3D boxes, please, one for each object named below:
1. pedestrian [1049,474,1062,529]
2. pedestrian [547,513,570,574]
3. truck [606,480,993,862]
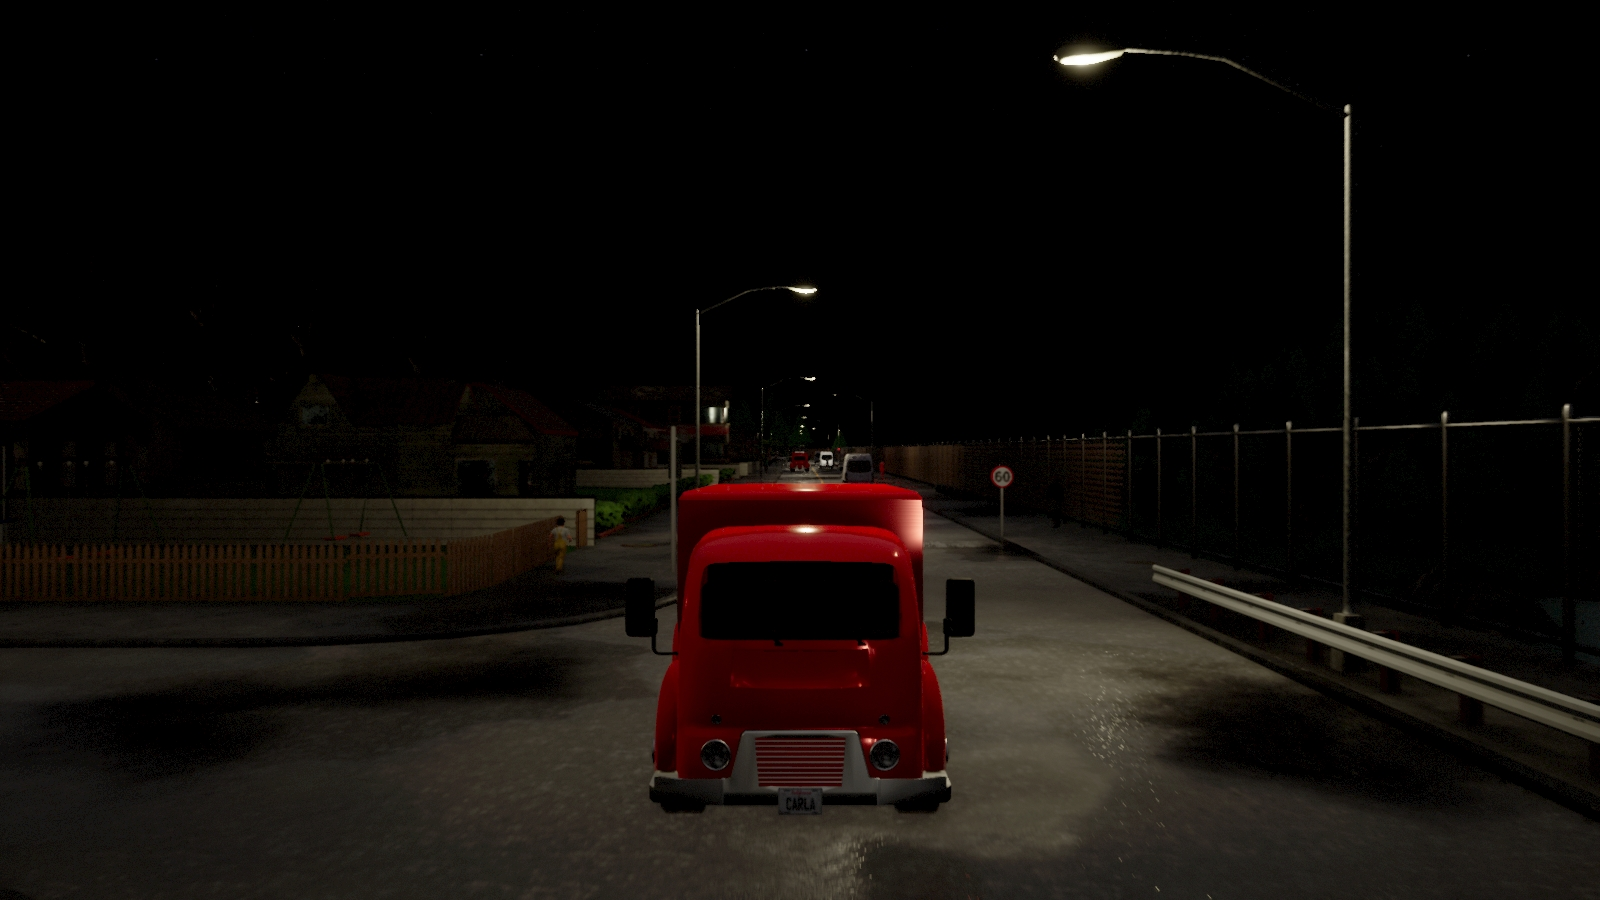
[{"bbox_3d":[8.688,1.748,38.854,0.375,1.860,0.375,0,0,6],"label":"pedestrian"},{"bbox_3d":[-5.240,2.027,24.820,0.375,1.300,0.375,0,0,10],"label":"pedestrian"},{"bbox_3d":[0.001,1.571,10.362,2.627,2.467,5.204,0,0,0],"label":"truck"}]
